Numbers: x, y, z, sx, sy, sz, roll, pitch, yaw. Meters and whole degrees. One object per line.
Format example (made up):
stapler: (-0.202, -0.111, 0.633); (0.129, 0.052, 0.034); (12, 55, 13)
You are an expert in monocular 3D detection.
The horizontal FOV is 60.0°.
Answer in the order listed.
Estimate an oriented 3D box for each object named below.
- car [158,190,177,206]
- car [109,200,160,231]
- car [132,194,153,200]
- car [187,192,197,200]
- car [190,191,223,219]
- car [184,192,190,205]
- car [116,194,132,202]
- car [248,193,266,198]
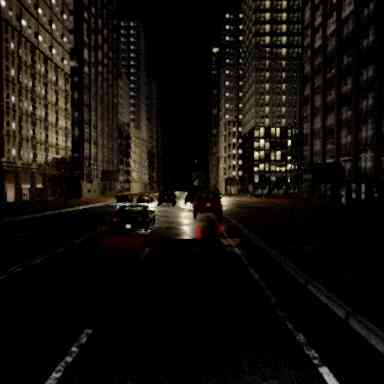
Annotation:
car: (-3.150, 0.700, 42.915); (2.150, 2.045, 5.566); (0, 1, 0)
car: (-3.150, 1.373, 18.652); (1.895, 1.301, 4.718); (0, 1, 0)
car: (-6.560, 0.984, 46.410); (2.033, 1.411, 5.357); (0, 1, 1)
car: (0.001, 0.697, 64.194); (1.882, 1.535, 5.008); (0, 1, 0)
car: (1.138, 0.911, 25.718); (2.150, 2.045, 5.566); (0, 1, 0)
car: (0.024, 0.796, 45.710); (2.097, 1.767, 4.553); (0, 1, 0)
car: (-9.806, 0.970, 48.951); (1.994, 1.385, 4.181); (0, 1, 0)
car: (15.923, 0.843, 81.189); (4.403, 1.369, 2.008); (1, 1, -1)
